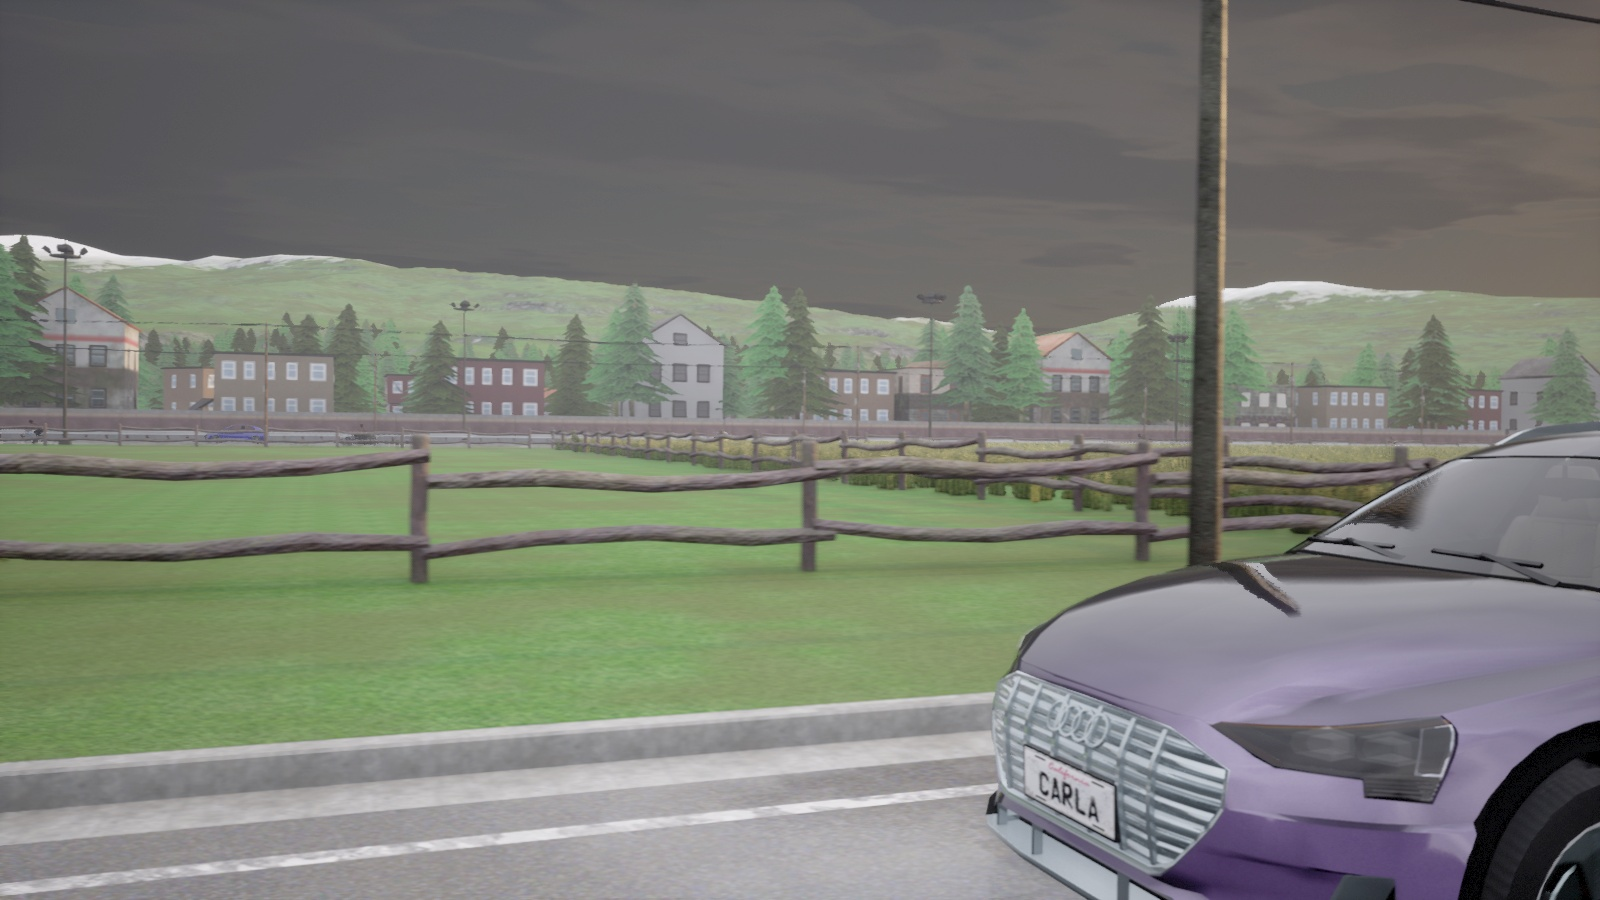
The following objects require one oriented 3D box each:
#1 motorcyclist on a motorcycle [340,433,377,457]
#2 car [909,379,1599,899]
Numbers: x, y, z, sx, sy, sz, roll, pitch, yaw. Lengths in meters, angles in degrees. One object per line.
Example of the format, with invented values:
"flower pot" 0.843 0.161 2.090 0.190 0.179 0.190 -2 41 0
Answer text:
"motorcyclist on a motorcycle" -30.785 -0.337 87.529 2.350 1.649 0.766 -1 1 -21
"car" 3.025 0.633 4.387 4.856 1.649 2.033 -1 1 -21
